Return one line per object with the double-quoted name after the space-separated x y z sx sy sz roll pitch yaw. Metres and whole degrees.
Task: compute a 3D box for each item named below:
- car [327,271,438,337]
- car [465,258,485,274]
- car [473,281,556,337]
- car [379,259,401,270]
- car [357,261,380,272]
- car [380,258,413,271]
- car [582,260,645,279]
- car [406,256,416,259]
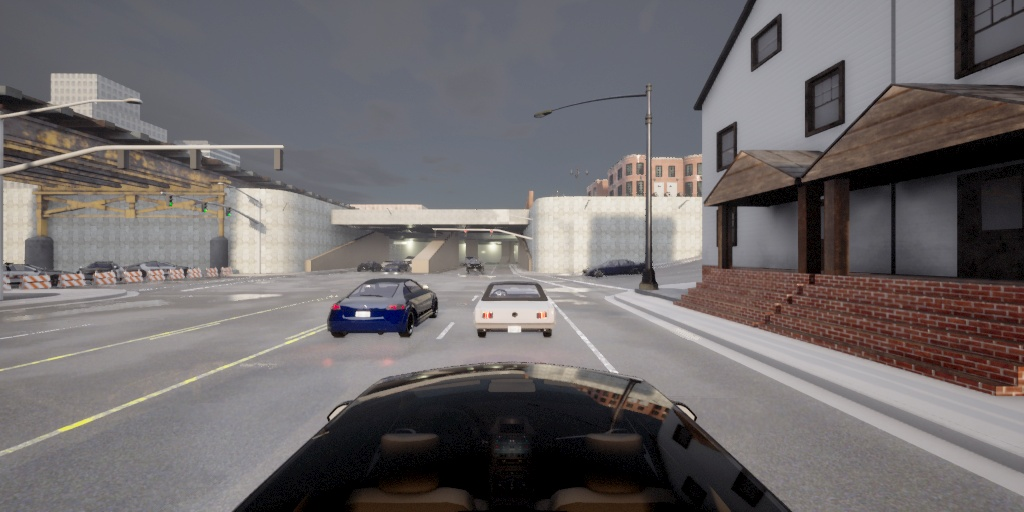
-3.432 1.314 10.284 1.994 1.385 4.181 0 0 0 "car"
-4.047 1.241 40.576 2.128 1.511 4.902 0 0 -3 "car"
0.070 1.351 10.239 1.895 1.301 4.718 0 0 0 "car"
-18.564 1.276 54.839 1.812 1.442 4.674 0 0 -1 "car"
-18.345 1.314 46.267 1.994 1.385 4.181 0 0 -1 "car"
-14.848 1.297 46.355 2.033 1.411 5.357 0 0 -1 "car"
8.698 1.044 30.186 5.357 1.411 2.033 -4 0 0 "car"
-15.092 1.241 55.958 2.128 1.511 4.902 0 0 -1 "car"
